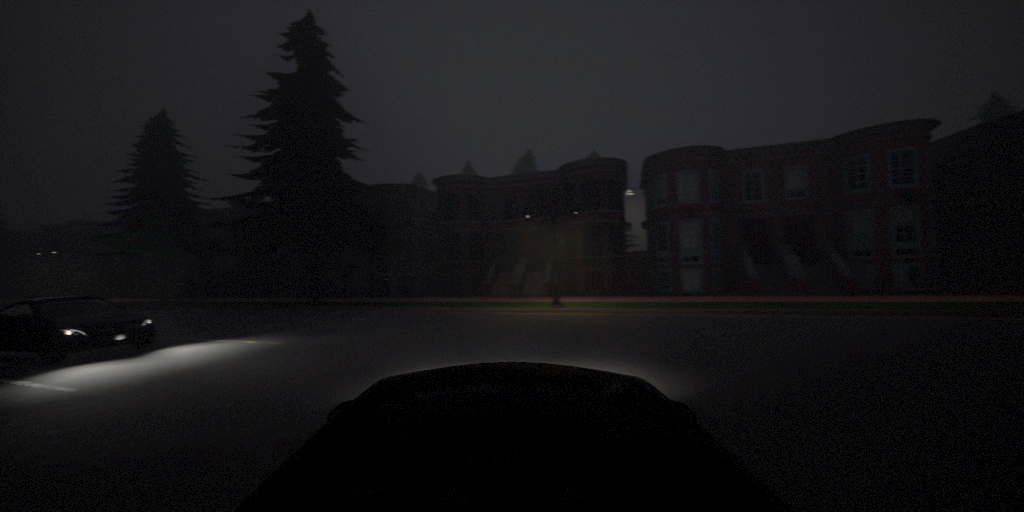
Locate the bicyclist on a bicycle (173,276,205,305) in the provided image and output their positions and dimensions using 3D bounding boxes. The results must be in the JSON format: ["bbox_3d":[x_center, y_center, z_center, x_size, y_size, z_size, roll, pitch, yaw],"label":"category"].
[{"bbox_3d":[-19.204,2.030,21.336,0.582,1.620,1.656,-2,-1,18],"label":"bicyclist on a bicycle"}]

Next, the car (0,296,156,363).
[{"bbox_3d":[-11.823,1.805,9.497,4.674,1.442,1.812,-2,-1,18],"label":"car"}]
